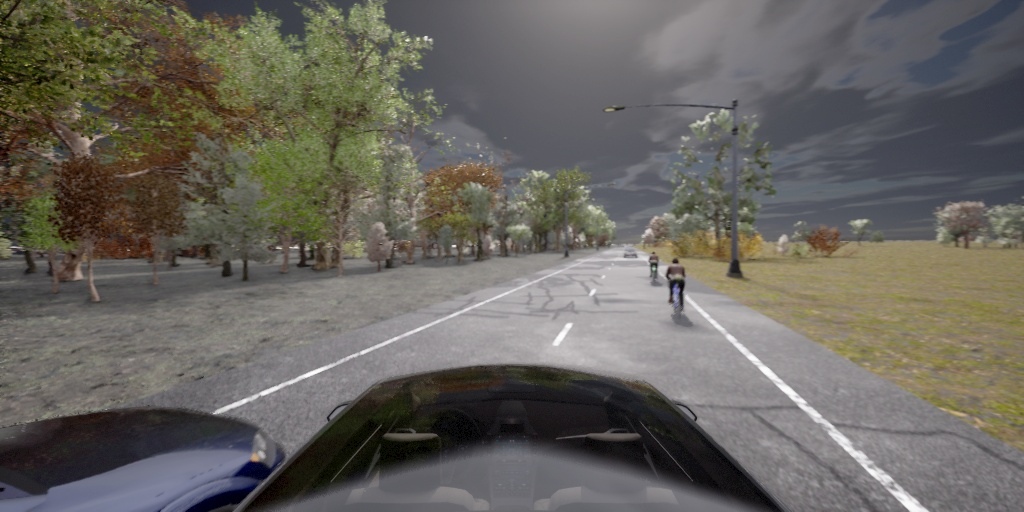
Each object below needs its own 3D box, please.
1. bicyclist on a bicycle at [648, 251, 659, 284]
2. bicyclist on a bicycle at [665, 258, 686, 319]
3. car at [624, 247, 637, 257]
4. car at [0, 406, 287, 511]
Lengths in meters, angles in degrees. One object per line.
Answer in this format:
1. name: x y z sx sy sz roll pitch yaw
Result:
1. bicyclist on a bicycle: 7.346 0.585 18.572 0.582 1.620 1.656 0 2 18
2. bicyclist on a bicycle: 4.605 0.883 10.061 0.582 1.620 1.656 0 2 18
3. car: 17.592 -0.464 53.220 1.895 1.301 4.718 0 2 18
4. car: -2.916 1.379 0.933 1.994 1.385 4.181 0 2 18
